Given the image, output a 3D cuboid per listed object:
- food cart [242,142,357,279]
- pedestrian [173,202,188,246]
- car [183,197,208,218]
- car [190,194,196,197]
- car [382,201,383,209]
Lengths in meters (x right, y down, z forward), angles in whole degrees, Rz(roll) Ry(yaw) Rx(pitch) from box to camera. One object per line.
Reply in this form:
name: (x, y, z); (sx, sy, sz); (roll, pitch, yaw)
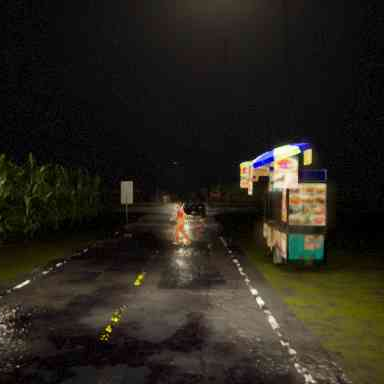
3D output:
food cart: (3.188, 0.459, 11.092); (2.280, 3.560, 4.660); (1, 1, 0)
pedestrian: (-0.496, 1.285, 13.761); (0.375, 1.860, 0.375); (-1, 1, -3)
car: (0.305, 1.468, 29.498); (2.128, 1.511, 4.902); (0, 0, 5)
car: (0.296, 1.456, 89.150); (1.895, 1.301, 4.718); (0, 0, 0)
car: (24.091, 1.405, 37.150); (5.008, 1.535, 1.882); (0, 1, 7)
